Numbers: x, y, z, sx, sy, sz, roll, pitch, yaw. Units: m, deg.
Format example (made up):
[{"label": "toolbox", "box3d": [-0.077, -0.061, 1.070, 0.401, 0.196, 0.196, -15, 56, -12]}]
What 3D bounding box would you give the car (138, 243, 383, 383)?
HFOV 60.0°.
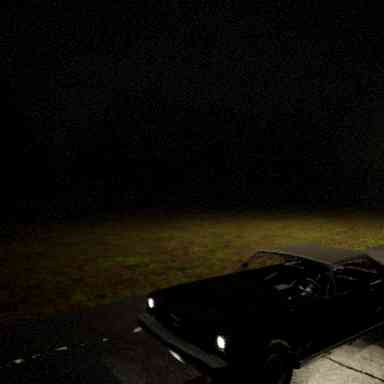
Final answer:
[{"label": "car", "box3d": [1.613, 1.568, 5.146, 4.718, 1.301, 1.895, -1, 0, -35]}]
